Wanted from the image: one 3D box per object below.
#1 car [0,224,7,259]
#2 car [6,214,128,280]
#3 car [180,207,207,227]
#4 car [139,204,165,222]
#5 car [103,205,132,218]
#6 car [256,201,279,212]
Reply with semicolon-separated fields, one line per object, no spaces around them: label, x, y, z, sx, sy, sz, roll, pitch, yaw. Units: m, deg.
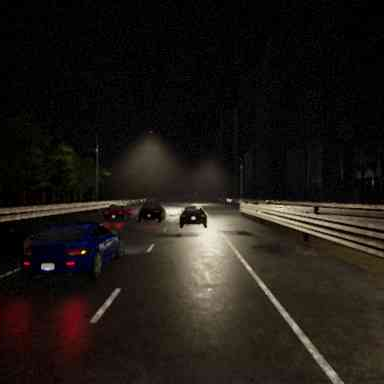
car;-6.902;1.622;10.567;1.812;1.442;4.674;0;-1;0
car;-3.400;1.619;10.144;1.812;1.442;4.674;0;-1;0
car;0.102;1.795;24.848;1.994;1.385;4.181;0;-1;0
car;-3.402;1.748;28.916;1.882;1.535;5.008;0;-1;0
car;-6.907;1.896;31.497;1.895;1.301;4.718;0;-1;0
car;9.808;1.949;43.791;2.128;1.511;4.902;0;0;-13
